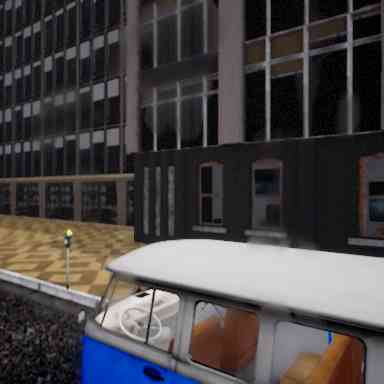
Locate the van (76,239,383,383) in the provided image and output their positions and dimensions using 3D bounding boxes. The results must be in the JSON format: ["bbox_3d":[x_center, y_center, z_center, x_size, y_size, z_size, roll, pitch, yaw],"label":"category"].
[{"bbox_3d":[0.926,1.339,2.214,3.998,1.788,1.690,0,0,35],"label":"van"}]
